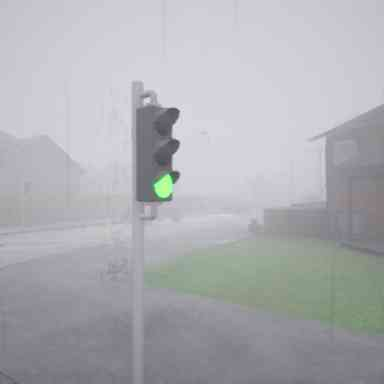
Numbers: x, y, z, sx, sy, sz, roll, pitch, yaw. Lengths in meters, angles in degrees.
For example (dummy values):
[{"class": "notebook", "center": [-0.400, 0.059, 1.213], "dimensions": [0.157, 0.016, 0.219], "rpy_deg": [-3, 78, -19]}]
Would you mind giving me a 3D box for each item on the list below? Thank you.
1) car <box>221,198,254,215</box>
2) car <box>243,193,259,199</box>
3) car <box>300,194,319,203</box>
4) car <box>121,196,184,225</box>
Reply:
[{"class": "car", "center": [4.862, 1.694, 36.506], "dimensions": [1.994, 1.385, 4.181], "rpy_deg": [-1, 0, 36]}, {"class": "car", "center": [13.442, 1.236, 75.567], "dimensions": [3.866, 1.878, 1.905], "rpy_deg": [0, 0, -19]}, {"class": "car", "center": [16.467, 1.326, 46.049], "dimensions": [2.150, 2.045, 5.566], "rpy_deg": [0, 0, 31]}, {"class": "car", "center": [-2.867, 1.351, 25.721], "dimensions": [2.150, 2.045, 5.566], "rpy_deg": [-1, 0, 36]}]
